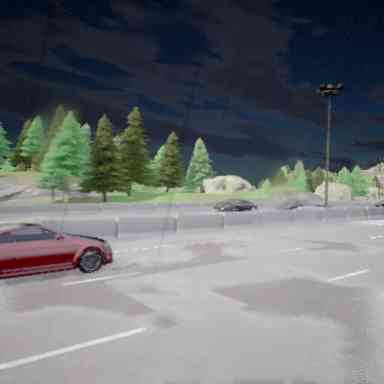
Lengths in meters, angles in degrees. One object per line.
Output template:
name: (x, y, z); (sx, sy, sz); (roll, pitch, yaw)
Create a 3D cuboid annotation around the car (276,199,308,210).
car: (11.747, 1.573, 38.121); (4.553, 1.767, 2.097); (1, -1, -35)

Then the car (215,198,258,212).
car: (5.392, 1.661, 37.901); (4.892, 1.490, 1.837); (1, 0, -35)

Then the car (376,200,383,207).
car: (38.204, 2.339, 65.499); (4.892, 1.490, 1.837); (2, -1, -35)

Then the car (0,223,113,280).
car: (-4.362, 1.566, 9.233); (4.181, 1.385, 1.994); (0, 0, -35)

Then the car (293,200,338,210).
car: (13.132, 1.811, 34.817); (4.718, 1.301, 1.895); (1, -1, -35)

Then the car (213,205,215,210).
car: (4.887, 1.530, 41.823); (4.553, 1.767, 2.097); (1, 0, -35)
